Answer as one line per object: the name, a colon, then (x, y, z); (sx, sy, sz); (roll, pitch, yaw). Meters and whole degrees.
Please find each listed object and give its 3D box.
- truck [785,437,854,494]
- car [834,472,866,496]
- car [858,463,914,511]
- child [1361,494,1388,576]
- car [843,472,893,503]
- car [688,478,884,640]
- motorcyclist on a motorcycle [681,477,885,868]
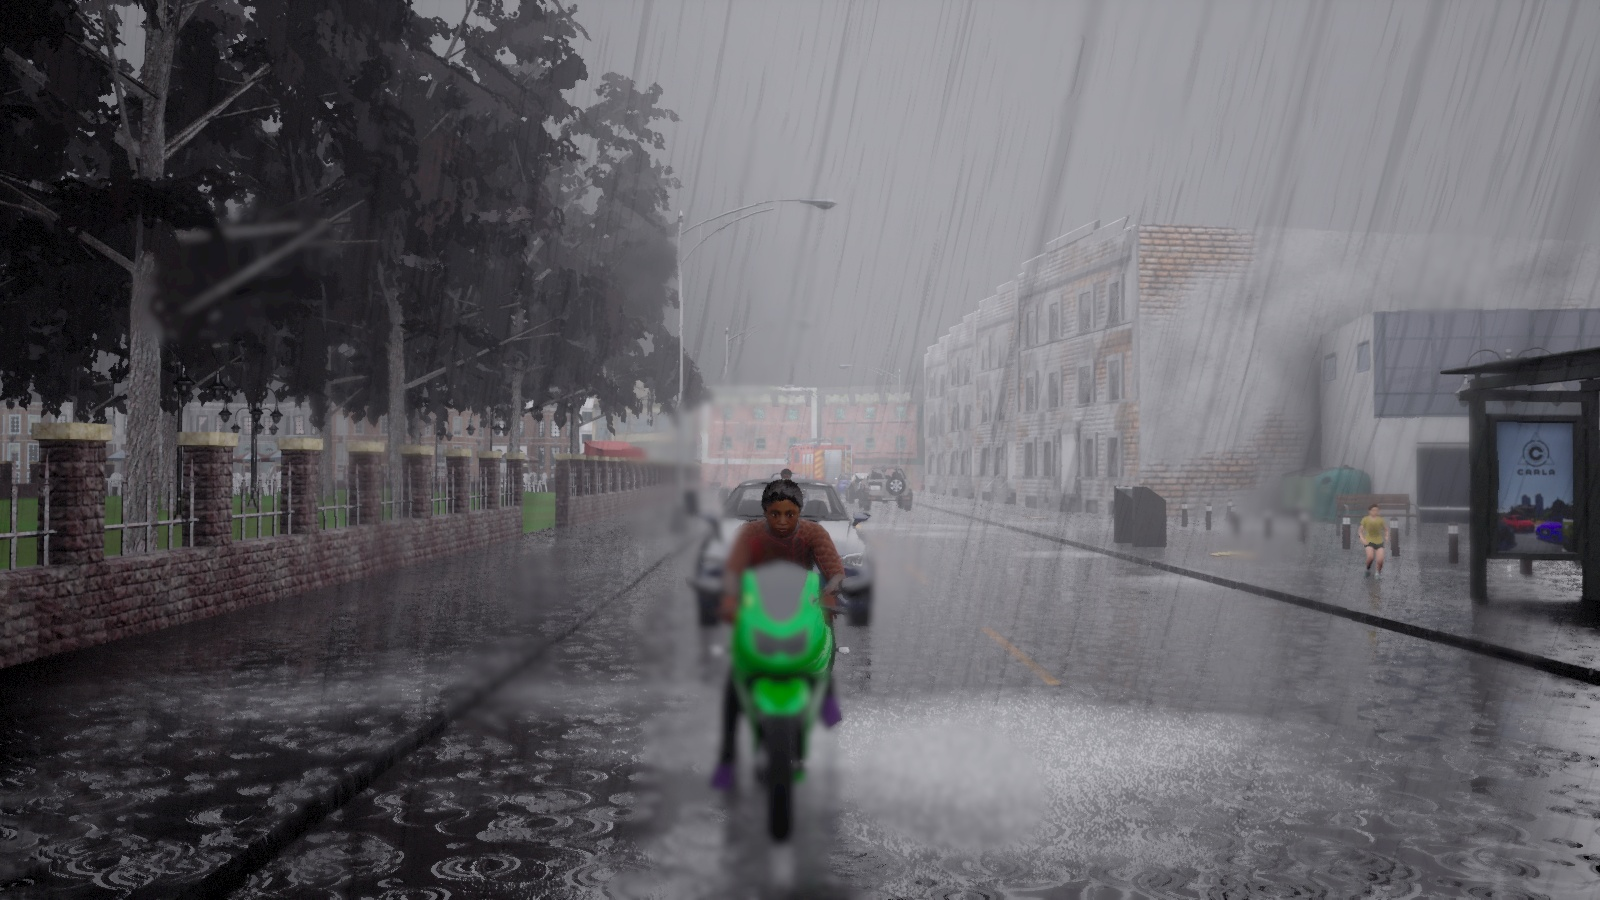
truck: (1.273, 1.139, 89.509); (2.891, 3.827, 8.468); (0, -1, -13)
car: (3.144, 2.156, 80.022); (1.816, 1.474, 4.193); (0, -1, -1)
car: (3.462, 1.479, 51.413); (1.932, 1.855, 4.605); (0, -1, -1)
child: (7.940, 1.161, 17.356); (0.255, 1.110, 0.394); (0, -1, 12)
car: (3.337, 1.851, 62.729); (2.163, 1.488, 4.792); (0, -1, -1)
car: (-0.153, 1.060, 13.770); (1.816, 1.474, 4.193); (0, -1, -1)
motorcyclist on a motorcycle: (-0.078, 0.897, 5.979); (0.797, 1.523, 2.044); (0, -1, -1)
